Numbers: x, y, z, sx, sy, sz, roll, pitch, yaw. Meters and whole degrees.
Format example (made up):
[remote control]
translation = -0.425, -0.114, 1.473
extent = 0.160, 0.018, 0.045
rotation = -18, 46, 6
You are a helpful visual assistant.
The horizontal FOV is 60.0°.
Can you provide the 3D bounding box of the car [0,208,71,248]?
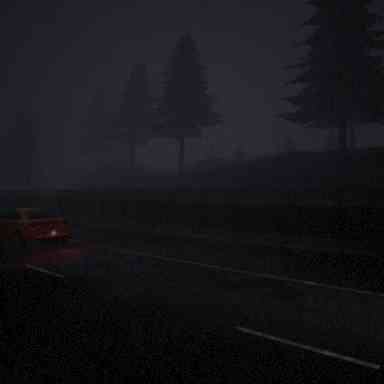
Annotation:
[car]
translation = -7.215, 1.427, 14.574
extent = 5.008, 1.535, 1.882
rotation = 0, 0, 42
